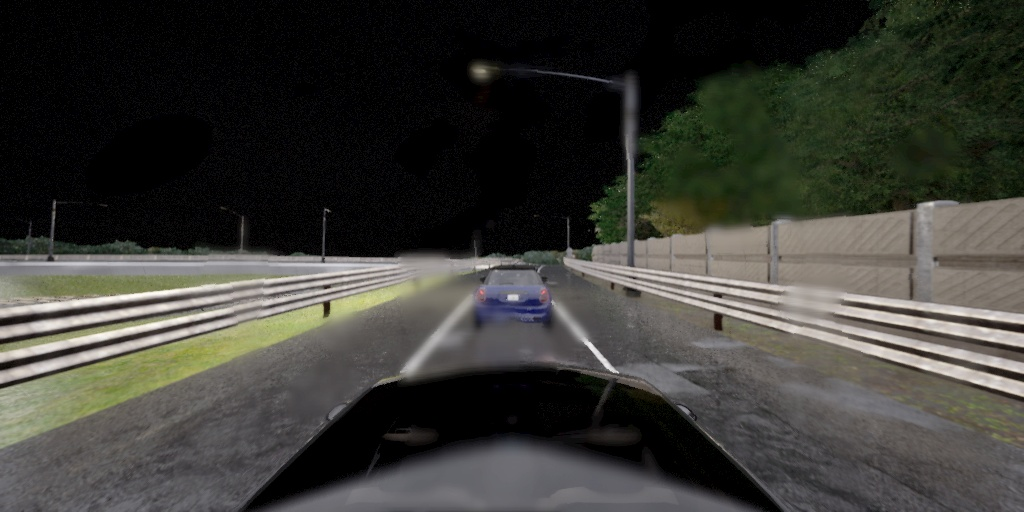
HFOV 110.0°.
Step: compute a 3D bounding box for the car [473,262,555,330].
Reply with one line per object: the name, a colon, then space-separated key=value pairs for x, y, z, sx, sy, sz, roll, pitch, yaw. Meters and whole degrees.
car: x=0.051 y=1.035 z=11.009 sx=2.097 sy=1.767 sz=4.553 roll=0 pitch=0 yaw=0
